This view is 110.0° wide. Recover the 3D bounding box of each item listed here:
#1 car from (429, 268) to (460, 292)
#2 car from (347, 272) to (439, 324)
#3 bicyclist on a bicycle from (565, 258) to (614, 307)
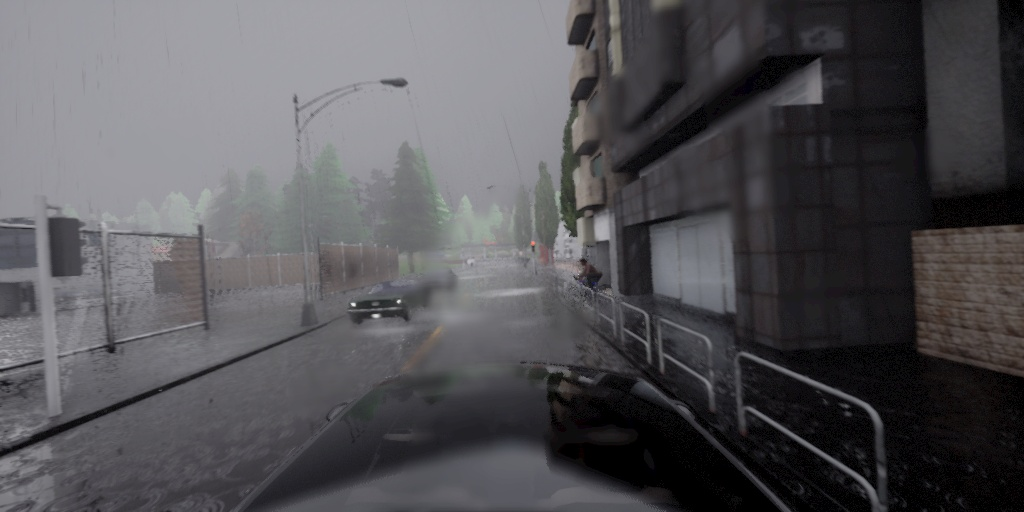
[{"bbox_3d":[-4.379,1.456,22.006,1.994,1.385,4.181,-3,0,-1],"label":"car"},{"bbox_3d":[-4.245,1.536,13.282,1.895,1.301,4.718,-3,0,-1],"label":"car"},{"bbox_3d":[2.590,0.884,12.096,1.656,1.620,0.582,-3,0,-1],"label":"bicyclist on a bicycle"}]
